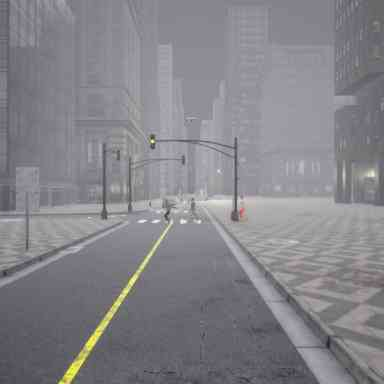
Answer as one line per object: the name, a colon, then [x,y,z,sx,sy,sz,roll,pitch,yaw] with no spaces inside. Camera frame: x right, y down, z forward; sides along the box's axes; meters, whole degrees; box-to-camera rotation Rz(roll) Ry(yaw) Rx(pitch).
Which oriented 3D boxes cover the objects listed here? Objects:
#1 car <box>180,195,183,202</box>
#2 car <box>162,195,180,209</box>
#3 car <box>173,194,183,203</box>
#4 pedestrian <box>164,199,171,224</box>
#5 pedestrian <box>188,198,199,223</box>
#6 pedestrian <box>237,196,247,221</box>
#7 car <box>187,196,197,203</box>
car: [-3.079,1.555,59.269,1.812,1.442,4.674,0,0,0]
car: [-3.095,1.523,45.967,1.837,1.490,4.892,0,0,0]
car: [-3.004,1.388,72.911,2.097,1.767,4.553,0,0,0]
pedestrian: [-1.709,1.303,23.175,0.375,1.860,0.375,0,0,0]
pedestrian: [0.114,1.303,24.403,0.375,1.860,0.375,0,0,0]
pedestrian: [3.592,1.150,23.775,0.375,1.860,0.375,0,0,0]
car: [-0.004,1.517,69.632,1.882,1.535,5.008,0,0,0]
